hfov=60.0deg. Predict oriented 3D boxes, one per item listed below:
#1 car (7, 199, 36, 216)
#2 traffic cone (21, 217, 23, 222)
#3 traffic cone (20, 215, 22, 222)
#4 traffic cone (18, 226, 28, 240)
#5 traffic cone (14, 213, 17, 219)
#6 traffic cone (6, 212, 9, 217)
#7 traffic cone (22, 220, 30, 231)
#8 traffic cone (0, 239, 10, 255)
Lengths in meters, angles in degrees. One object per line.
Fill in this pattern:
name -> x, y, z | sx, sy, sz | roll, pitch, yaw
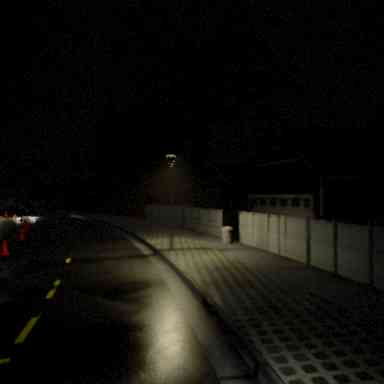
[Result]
car -> -21.144, 1.853, 41.104 | 2.150, 2.045, 5.566 | 0, -1, -42
traffic cone -> -13.202, 2.363, 26.453 | 0.340, 0.580, 0.340 | 0, -1, -29
traffic cone -> -15.673, 2.429, 30.621 | 0.340, 0.580, 0.340 | 0, -1, -32
traffic cone -> -9.055, 2.233, 17.699 | 0.340, 0.580, 0.340 | 0, -1, -22
traffic cone -> -18.398, 2.495, 34.628 | 0.340, 0.580, 0.340 | 0, -1, -36
traffic cone -> -21.365, 2.560, 38.458 | 0.340, 0.580, 0.340 | 0, -1, -40
traffic cone -> -10.993, 2.298, 22.141 | 0.340, 0.580, 0.340 | 0, -1, -25
traffic cone -> -7.396, 2.169, 13.146 | 0.340, 0.580, 0.340 | 0, -1, -18
